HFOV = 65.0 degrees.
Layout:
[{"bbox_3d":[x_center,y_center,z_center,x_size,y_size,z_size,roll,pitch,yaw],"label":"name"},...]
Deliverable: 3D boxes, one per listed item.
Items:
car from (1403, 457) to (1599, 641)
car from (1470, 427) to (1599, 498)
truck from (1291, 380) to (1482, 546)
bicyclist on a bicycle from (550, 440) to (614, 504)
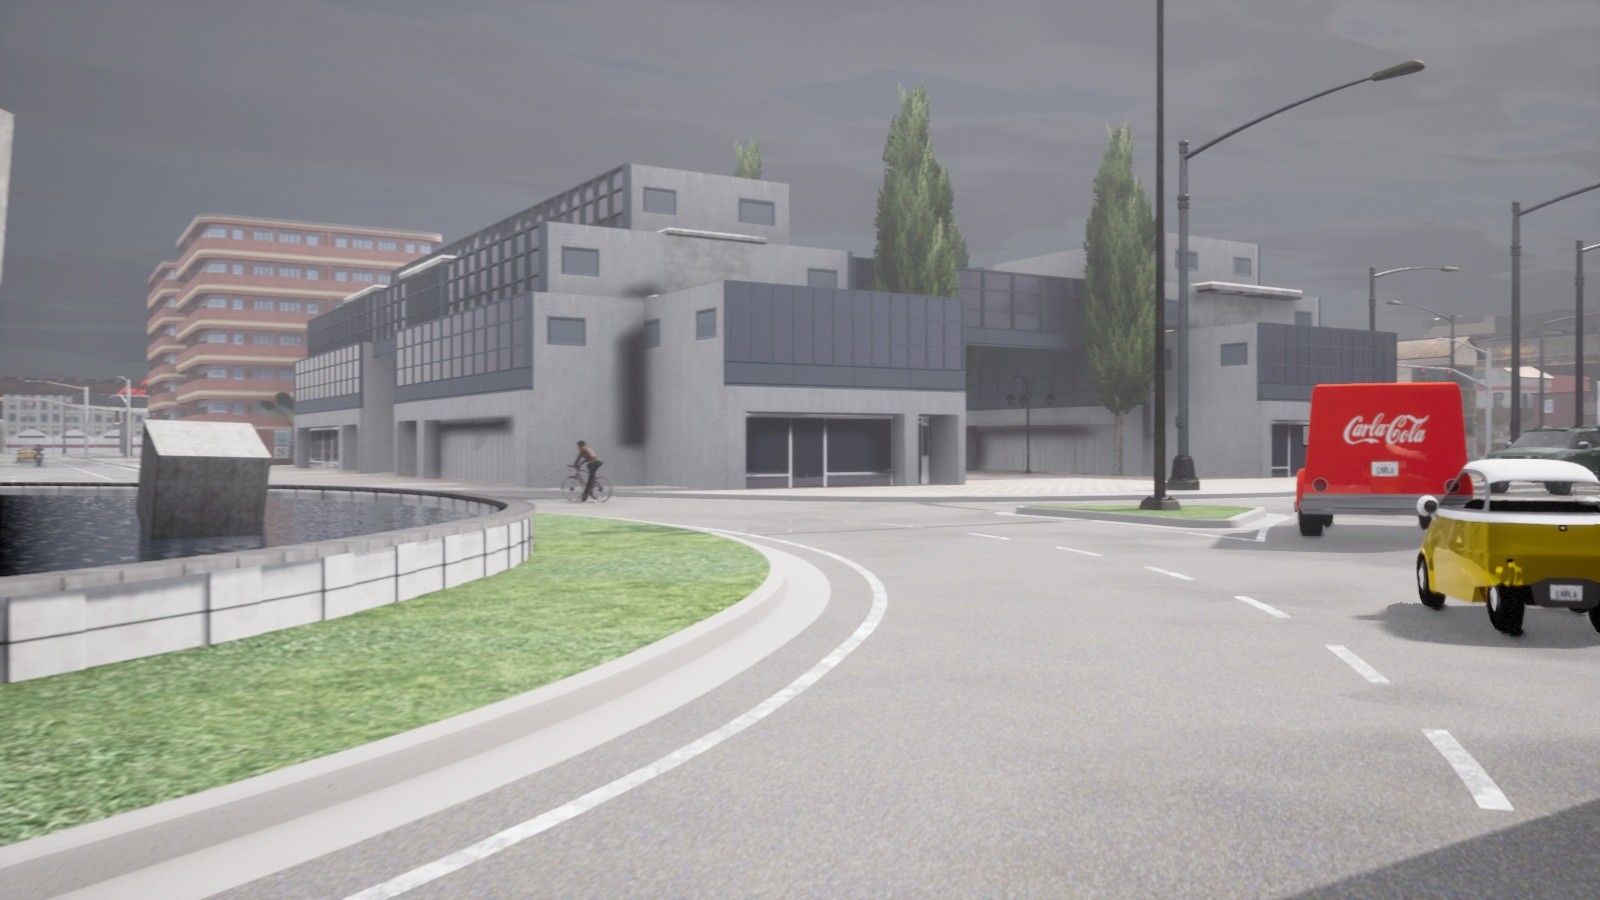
[{"bbox_3d":[6.199,0.767,10.769,1.481,1.376,2.207,0,1,15],"label":"car"},{"bbox_3d":[23.154,0.343,38.459,5.566,2.045,2.150,0,0,-32],"label":"car"},{"bbox_3d":[9.884,0.187,21.501,2.627,2.467,5.204,0,0,23],"label":"truck"},{"bbox_3d":[-5.711,0.559,32.844,1.656,1.620,0.582,0,1,30],"label":"bicyclist on a bicycle"}]
